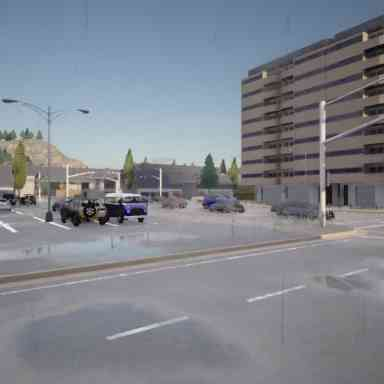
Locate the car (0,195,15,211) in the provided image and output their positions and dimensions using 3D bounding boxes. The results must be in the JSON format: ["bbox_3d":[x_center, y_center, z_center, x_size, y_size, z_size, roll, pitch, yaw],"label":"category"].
[{"bbox_3d":[-21.832,1.451,37.872,1.970,1.475,3.806,0,0,-35],"label":"car"}]

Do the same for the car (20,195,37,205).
[{"bbox_3d":[-27.292,1.209,55.329,1.932,1.855,4.605,0,0,-35],"label":"car"}]

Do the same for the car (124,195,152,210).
[{"bbox_3d":[-8.684,1.656,53.298,1.895,1.301,4.718,0,0,-35],"label":"car"}]

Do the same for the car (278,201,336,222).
[{"bbox_3d":[9.588,1.619,27.436,1.994,1.385,4.181,0,0,-34],"label":"car"}]

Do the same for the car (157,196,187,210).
[{"bbox_3d":[-2.417,1.619,44.414,1.994,1.385,4.181,0,0,-35],"label":"car"}]

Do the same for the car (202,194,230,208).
[{"bbox_3d":[3.560,1.278,42.037,2.150,2.045,5.566,0,0,-35],"label":"car"}]

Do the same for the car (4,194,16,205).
[{"bbox_3d":[-29.688,1.212,53.706,1.905,1.878,3.866,0,0,-35],"label":"car"}]

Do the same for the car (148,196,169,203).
[{"bbox_3d":[-6.997,1.546,69.324,2.128,1.511,4.902,0,0,-35],"label":"car"}]

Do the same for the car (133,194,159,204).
[{"bbox_3d":[-9.309,1.546,66.534,2.128,1.511,4.902,0,0,-35],"label":"car"}]

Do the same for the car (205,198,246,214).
[{"bbox_3d":[3.772,1.619,35.691,1.994,1.385,4.181,0,0,-35],"label":"car"}]

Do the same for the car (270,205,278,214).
[{"bbox_3d":[10.220,1.602,32.661,2.033,1.411,5.357,0,0,-35],"label":"car"}]
